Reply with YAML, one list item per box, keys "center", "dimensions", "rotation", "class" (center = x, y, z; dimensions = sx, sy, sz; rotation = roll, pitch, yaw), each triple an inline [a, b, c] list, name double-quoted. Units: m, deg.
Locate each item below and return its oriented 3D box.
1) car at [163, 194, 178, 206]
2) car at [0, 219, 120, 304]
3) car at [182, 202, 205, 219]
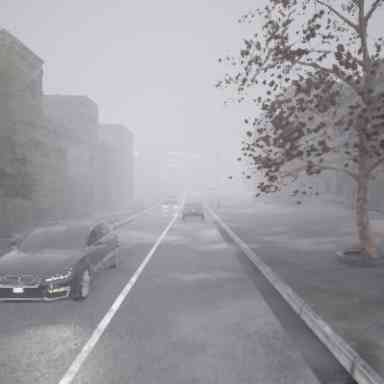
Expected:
- center: [-3.064, 1.167, 49.119]
  dimensions: [1.837, 1.490, 4.892]
  rotation: [0, 2, 0]
  class: "car"
- center: [-3.097, 1.501, 8.355]
  dimensions: [1.837, 1.490, 4.892]
  rotation: [0, 0, 0]
  class: "car"
- center: [0.107, 1.533, 28.632]
  dimensions: [2.033, 1.411, 5.357]
  rotation: [0, 0, 0]
  class: "car"
